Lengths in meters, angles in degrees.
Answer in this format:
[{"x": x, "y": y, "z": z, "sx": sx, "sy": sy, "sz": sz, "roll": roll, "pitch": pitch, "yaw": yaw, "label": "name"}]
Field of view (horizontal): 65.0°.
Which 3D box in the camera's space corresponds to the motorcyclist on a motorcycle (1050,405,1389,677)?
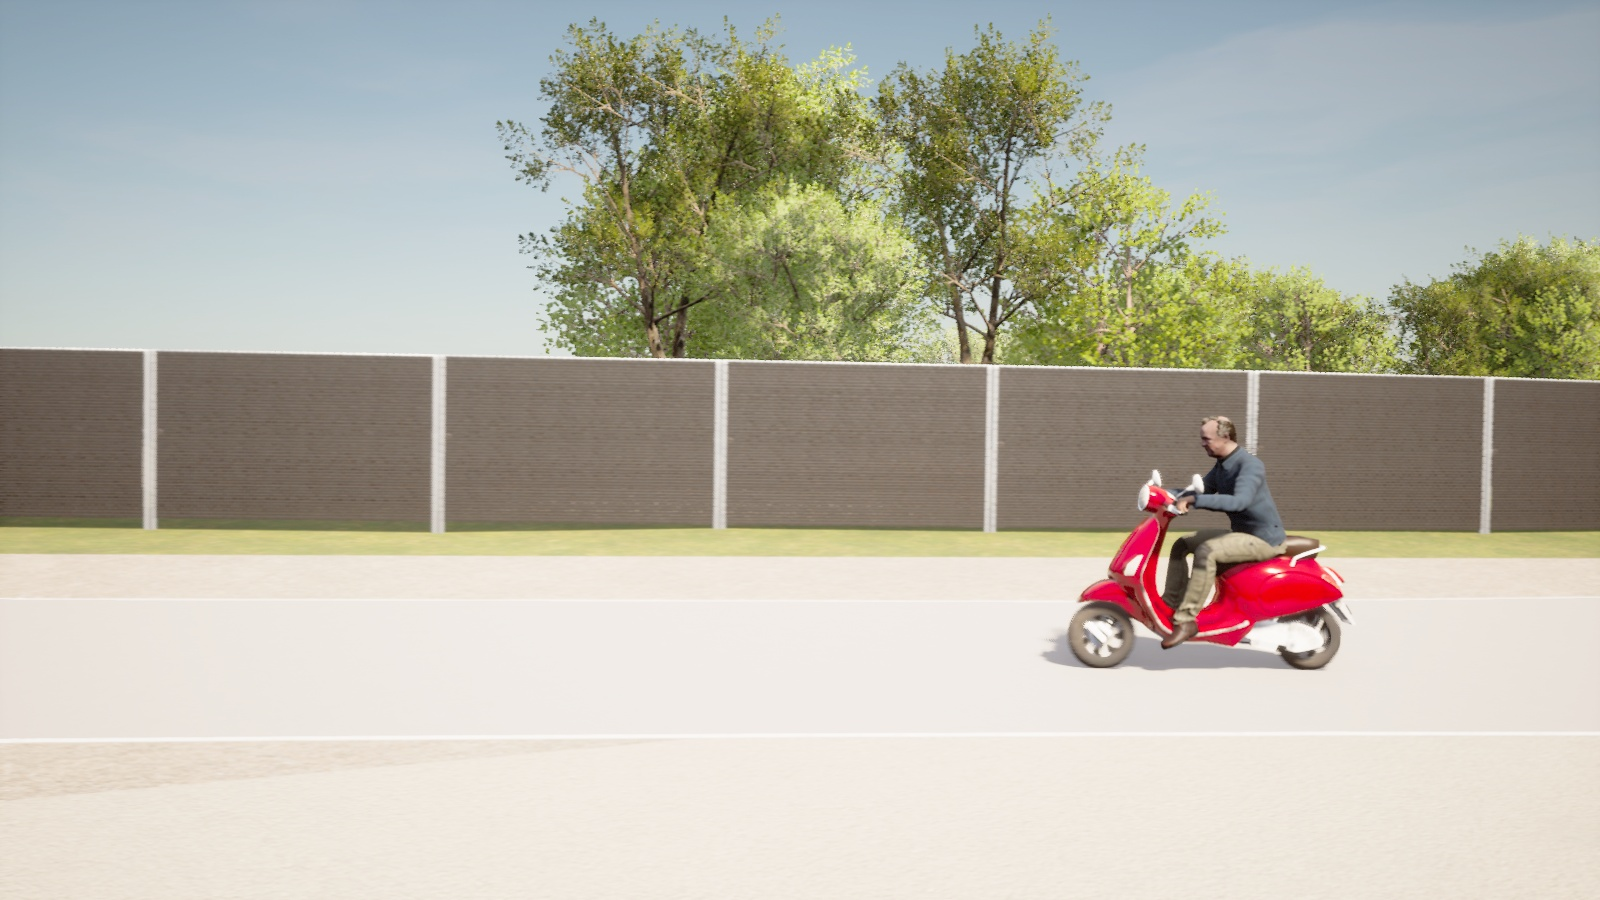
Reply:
[{"x": 2.573, "y": 0.528, "z": 7.859, "sx": 1.817, "sy": 1.590, "sz": 0.866, "roll": 0, "pitch": 1, "yaw": -3, "label": "motorcyclist on a motorcycle"}]
